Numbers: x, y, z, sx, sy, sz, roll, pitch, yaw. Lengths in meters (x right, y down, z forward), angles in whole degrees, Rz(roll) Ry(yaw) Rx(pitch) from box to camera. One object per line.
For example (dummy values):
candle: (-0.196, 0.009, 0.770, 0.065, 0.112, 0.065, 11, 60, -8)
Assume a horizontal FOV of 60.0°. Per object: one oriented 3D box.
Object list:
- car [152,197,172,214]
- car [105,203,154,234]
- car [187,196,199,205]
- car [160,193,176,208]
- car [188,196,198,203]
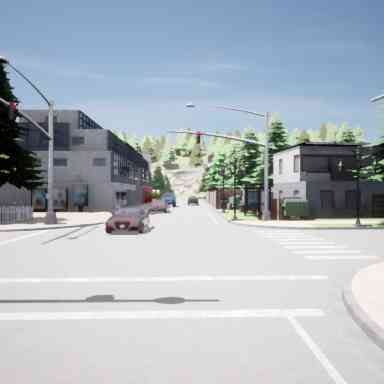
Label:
car: (-3.551, 1.525, 35.773, 1.812, 1.442, 4.674, 0, 0, 0)
car: (-3.575, 1.565, 19.034, 1.994, 1.385, 4.181, 0, 0, 0)
car: (0.180, 1.506, 58.292, 1.837, 1.490, 4.892, 0, 0, 0)
car: (-3.524, 1.224, 49.898, 2.150, 2.045, 5.566, 0, 0, 0)
car: (0.188, 1.547, 70.039, 2.033, 1.411, 5.357, 0, 0, 0)
